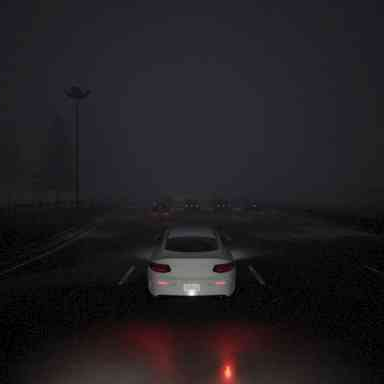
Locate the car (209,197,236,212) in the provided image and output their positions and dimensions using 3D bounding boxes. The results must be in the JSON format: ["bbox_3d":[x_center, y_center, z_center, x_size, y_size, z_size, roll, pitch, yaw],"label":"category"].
[{"bbox_3d":[3.471,1.547,38.793,2.033,1.411,5.357,0,0,0],"label":"car"}]

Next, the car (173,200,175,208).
[{"bbox_3d":[-3.537,1.491,49.207,2.128,1.511,4.902,0,0,0],"label":"car"}]

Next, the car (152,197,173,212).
[{"bbox_3d":[-3.530,1.525,39.204,1.812,1.442,4.674,0,0,0],"label":"car"}]

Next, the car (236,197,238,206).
[{"bbox_3d":[6.963,1.525,49.215,1.812,1.442,4.674,0,0,0],"label":"car"}]

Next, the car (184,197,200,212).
[{"bbox_3d":[-0.029,1.547,38.790,2.033,1.411,5.357,0,0,0],"label":"car"}]

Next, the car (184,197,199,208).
[{"bbox_3d":[-0.037,1.491,49.209,2.128,1.511,4.902,0,0,0],"label":"car"}]

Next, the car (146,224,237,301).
[{"bbox_3d":[-0.006,1.525,8.181,1.812,1.442,4.674,0,0,0],"label":"car"}]

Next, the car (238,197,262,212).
[{"bbox_3d":[6.970,1.563,39.212,1.994,1.385,4.181,0,0,0],"label":"car"}]
